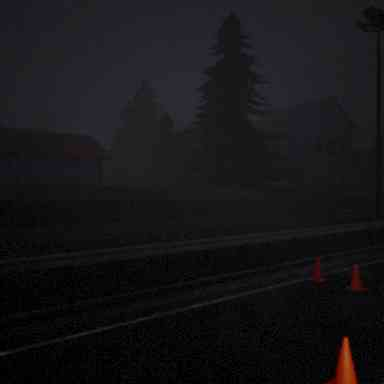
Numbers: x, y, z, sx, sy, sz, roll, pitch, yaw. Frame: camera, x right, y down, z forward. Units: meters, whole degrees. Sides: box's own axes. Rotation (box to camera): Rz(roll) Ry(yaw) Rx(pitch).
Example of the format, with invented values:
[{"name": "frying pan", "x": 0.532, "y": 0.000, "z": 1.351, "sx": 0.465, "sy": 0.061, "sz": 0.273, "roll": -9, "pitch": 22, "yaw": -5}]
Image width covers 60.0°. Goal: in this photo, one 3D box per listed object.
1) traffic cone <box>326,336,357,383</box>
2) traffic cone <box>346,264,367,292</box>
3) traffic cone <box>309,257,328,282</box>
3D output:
[{"name": "traffic cone", "x": 1.771, "y": 1.966, "z": 3.830, "sx": 0.340, "sy": 0.580, "sz": 0.340, "roll": 0, "pitch": 0, "yaw": -36}, {"name": "traffic cone", "x": 3.849, "y": 1.976, "z": 7.790, "sx": 0.340, "sy": 0.580, "sz": 0.340, "roll": 0, "pitch": 0, "yaw": -36}, {"name": "traffic cone", "x": 3.265, "y": 1.977, "z": 8.601, "sx": 0.340, "sy": 0.580, "sz": 0.340, "roll": 0, "pitch": 0, "yaw": -36}]
